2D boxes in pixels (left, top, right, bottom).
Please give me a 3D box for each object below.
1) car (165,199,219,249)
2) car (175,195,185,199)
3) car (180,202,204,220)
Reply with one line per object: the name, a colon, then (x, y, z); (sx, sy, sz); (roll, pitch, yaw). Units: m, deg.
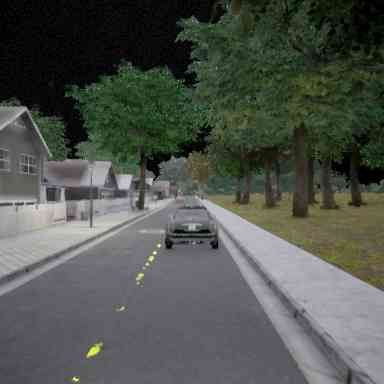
car: (0.000, 1.371, 14.638); (2.097, 1.767, 4.553); (0, 0, 0)
car: (-2.750, 1.418, 75.980); (2.097, 1.767, 4.553); (0, 0, 0)
car: (0.000, 1.639, 29.700); (1.895, 1.301, 4.718); (0, 0, 0)
